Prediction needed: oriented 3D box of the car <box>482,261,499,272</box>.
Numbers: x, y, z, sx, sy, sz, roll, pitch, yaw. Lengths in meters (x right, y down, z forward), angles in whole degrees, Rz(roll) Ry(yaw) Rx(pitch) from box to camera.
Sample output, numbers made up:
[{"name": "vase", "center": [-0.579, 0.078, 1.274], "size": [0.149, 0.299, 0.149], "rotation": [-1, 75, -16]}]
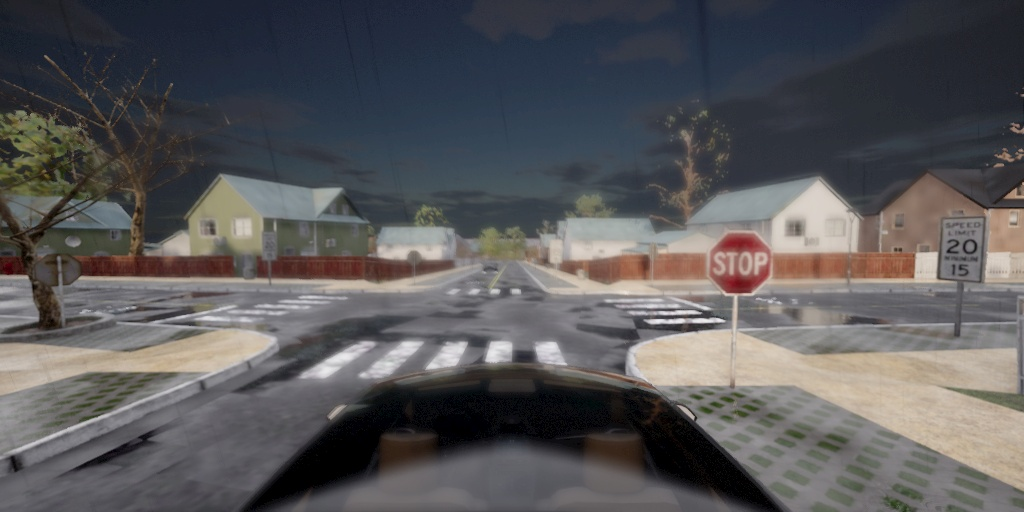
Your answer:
[{"name": "car", "center": [-2.767, 1.363, 47.428], "size": [1.837, 1.490, 4.892], "rotation": [0, 0, 0]}]
